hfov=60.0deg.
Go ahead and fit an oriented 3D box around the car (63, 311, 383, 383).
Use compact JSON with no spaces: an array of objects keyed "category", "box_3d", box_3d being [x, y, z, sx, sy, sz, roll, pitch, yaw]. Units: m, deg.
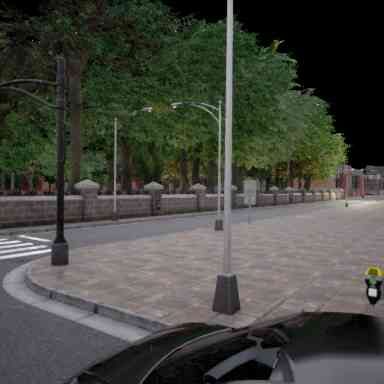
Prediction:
[{"category":"car","box_3d":[0.898,1.566,2.156,4.313,1.339,1.947,0,1,35]}]
